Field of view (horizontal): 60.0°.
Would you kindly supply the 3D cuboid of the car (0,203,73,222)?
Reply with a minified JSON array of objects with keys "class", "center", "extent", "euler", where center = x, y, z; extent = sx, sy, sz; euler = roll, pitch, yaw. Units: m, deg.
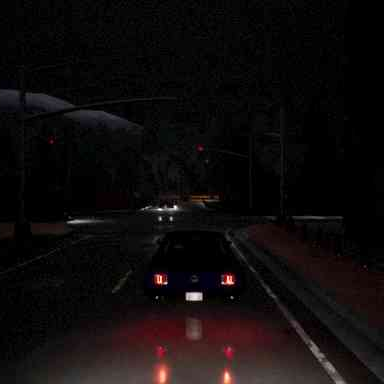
[{"class":"car","center":[-11.958,1.534,25.265],"extent":[5.357,1.411,2.033],"euler":[0,0,-1]}]

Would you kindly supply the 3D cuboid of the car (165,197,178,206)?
[{"class":"car","center":[-3.541,1.601,57.314],"extent":[1.895,1.301,4.718],"euler":[0,0,0]}]

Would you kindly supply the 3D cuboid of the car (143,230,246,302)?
[{"class":"car","center":[0.063,1.601,8.230],"extent":[1.895,1.301,4.718],"euler":[0,0,0]}]

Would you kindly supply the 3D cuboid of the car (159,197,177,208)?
[{"class":"car","center":[-3.561,1.526,47.302],"extent":[1.812,1.442,4.674],"euler":[0,0,0]}]

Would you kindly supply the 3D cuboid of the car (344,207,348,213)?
[{"class":"car","center":[16.232,1.616,29.688],"extent":[4.718,1.301,1.895],"euler":[0,0,-1]}]
